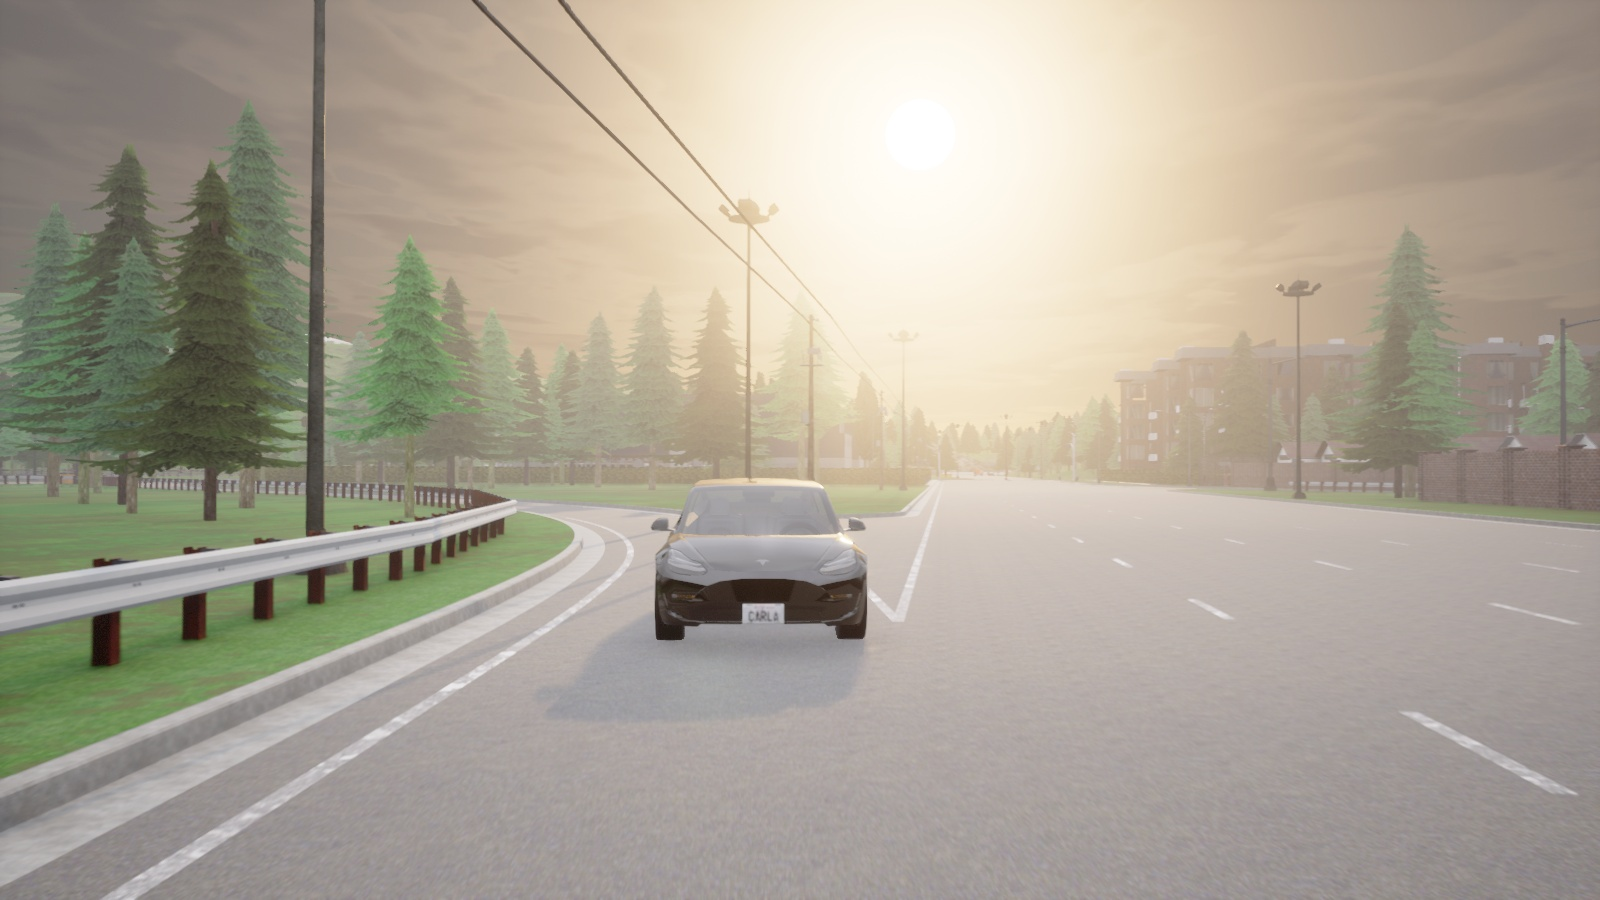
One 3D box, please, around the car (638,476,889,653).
[{"bbox_3d":[-0.447,1.038,13.240,2.163,1.488,4.792,0,-1,-3],"label":"car"}]
